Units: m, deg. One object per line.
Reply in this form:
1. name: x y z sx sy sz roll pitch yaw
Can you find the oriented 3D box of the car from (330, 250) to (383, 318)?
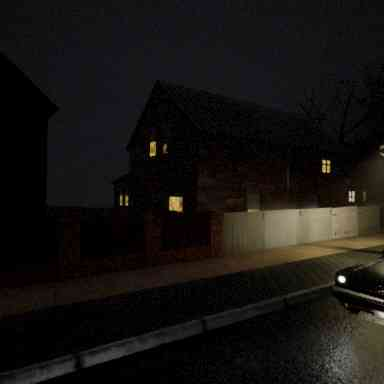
1. car: 4.776 1.602 6.458 4.718 1.301 1.895 0 0 -35
